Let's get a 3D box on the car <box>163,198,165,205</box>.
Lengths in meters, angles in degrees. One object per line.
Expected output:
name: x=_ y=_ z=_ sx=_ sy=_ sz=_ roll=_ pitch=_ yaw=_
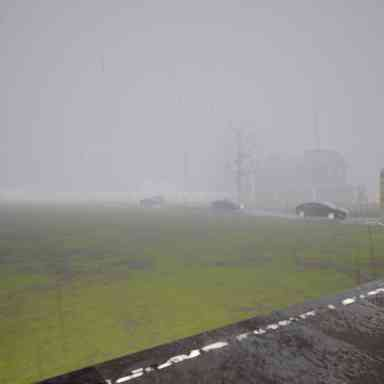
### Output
car: x=-6.667 y=1.384 z=60.088 sx=2.097 sy=1.767 sz=4.553 roll=0 pitch=0 yaw=-35

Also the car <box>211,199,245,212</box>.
car: x=4.228 y=1.567 z=39.375 sx=2.128 sy=1.511 sz=4.902 roll=0 pitch=0 yaw=-35

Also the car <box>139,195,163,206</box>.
car: x=-7.169 y=1.593 z=55.807 sx=1.994 sy=1.385 sz=4.181 roll=0 pitch=0 yaw=-34

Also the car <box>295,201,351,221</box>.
car: x=11.378 y=1.612 z=29.153 sx=1.837 sy=1.490 sz=4.892 roll=0 pitch=0 yaw=-35
